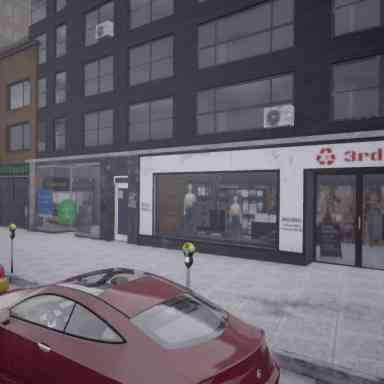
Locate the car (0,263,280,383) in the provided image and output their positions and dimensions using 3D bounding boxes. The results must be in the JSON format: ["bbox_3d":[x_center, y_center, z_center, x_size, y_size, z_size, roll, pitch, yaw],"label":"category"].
[{"bbox_3d":[-1.118,1.581,3.866,4.206,1.307,1.802,0,1,35],"label":"car"}]
